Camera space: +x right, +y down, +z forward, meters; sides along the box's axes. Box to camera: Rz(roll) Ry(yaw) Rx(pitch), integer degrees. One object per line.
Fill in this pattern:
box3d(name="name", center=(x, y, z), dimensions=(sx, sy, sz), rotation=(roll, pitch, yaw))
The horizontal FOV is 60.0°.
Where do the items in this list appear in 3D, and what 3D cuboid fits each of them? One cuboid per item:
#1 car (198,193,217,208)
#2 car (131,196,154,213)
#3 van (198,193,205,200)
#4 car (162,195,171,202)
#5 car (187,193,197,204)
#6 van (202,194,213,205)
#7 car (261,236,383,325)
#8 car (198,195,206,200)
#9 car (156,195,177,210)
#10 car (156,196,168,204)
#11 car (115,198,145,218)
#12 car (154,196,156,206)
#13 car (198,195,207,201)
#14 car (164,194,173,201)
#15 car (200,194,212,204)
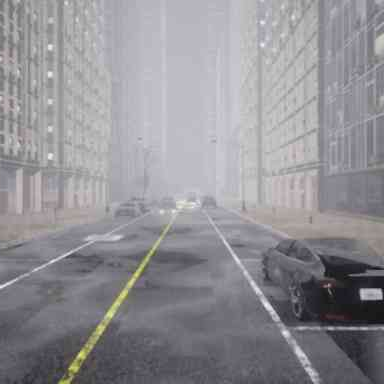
box3d(name="car", center=(2.356, 1.339, 47.147), dimensions=(2.097, 1.767, 4.553), rotation=(0, 0, 0))
box3d(name="car", center=(-5.718, 1.309, 35.546), dimensions=(2.192, 1.841, 5.009), rotation=(0, 0, 0))
box3d(name="van", center=(2.628, 1.248, 92.534), dimensions=(1.690, 1.788, 3.998), rotation=(0, 0, 0))
box3d(name="car", center=(-5.742, 1.470, 75.265), dimensions=(1.752, 1.417, 4.829), rotation=(0, 0, 0))
box3d(name="car", center=(-0.042, 1.452, 65.204), dimensions=(2.128, 1.511, 4.902), rotation=(0, 0, 0))
box3d(name="van", center=(2.649, 1.312, 58.342), dimensions=(1.690, 1.788, 3.998), rotation=(0, 0, 0))
box3d(name="car", center=(2.682, 1.567, 7.057), dimensions=(1.947, 1.339, 4.313), rotation=(0, 0, 0))
box3d(name="car", center=(2.632, 1.503, 86.836), dimensions=(1.802, 1.307, 4.206), rotation=(0, 0, 0))
box3d(name="car", center=(-3.117, 1.338, 43.360), dimensions=(2.097, 1.767, 4.553), rotation=(0, 0, 0))
box3d(name="car", center=(-5.735, 1.513, 64.038), dimensions=(2.008, 1.369, 4.403), rotation=(0, 0, 0))
box3d(name="car", center=(-5.713, 1.542, 29.848), dimensions=(1.887, 1.381, 4.507), rotation=(0, 0, 0))
box3d(name="car", center=(-5.728, 1.417, 52.641), dimensions=(1.967, 1.590, 4.097), rotation=(0, 0, 0))
box3d(name="car", center=(2.635, 1.484, 81.139), dimensions=(2.008, 1.369, 4.403), rotation=(0, 0, 0))
box3d(name="car", center=(-5.746, 1.373, 81.135), dimensions=(1.967, 1.590, 4.097), rotation=(0, 0, 0))
box3d(name="car", center=(2.645, 1.278, 64.041), dimensions=(2.192, 1.841, 5.009), rotation=(0, 0, 0))
